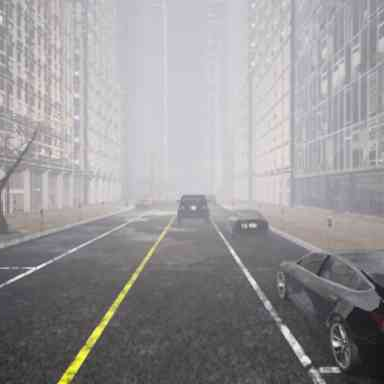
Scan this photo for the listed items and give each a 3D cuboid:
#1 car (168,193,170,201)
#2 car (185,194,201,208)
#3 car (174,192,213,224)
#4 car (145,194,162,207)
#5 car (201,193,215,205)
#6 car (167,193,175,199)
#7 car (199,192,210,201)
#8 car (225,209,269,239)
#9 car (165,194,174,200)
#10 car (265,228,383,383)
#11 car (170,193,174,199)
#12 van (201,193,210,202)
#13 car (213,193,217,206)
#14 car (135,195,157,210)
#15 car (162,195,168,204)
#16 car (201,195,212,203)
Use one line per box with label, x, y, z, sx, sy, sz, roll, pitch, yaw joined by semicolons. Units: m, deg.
car;-5.708;1.197;62.342;1.967;1.590;4.097;0;0;0
car;0.089;1.187;45.619;2.097;1.767;4.553;0;0;0
car;0.093;1.139;23.980;2.150;2.045;5.566;0;0;0
car;-5.705;1.149;45.247;2.192;1.841;5.009;0;0;0
car;2.673;1.100;56.642;2.192;1.841;5.009;0;0;0
car;-5.714;1.052;90.835;1.967;1.590;4.097;0;0;0
car;2.670;1.018;73.737;2.192;1.841;5.009;0;0;0
car;2.683;1.510;16.755;1.947;1.339;4.313;0;0;0
car;-5.713;1.169;84.965;1.752;1.417;4.829;0;0;0
car;2.685;1.549;5.359;1.947;1.339;4.313;0;0;0
car;-5.710;1.253;73.740;2.008;1.369;4.403;0;0;0
van;2.671;1.072;68.039;1.690;1.788;3.998;0;0;0
car;2.675;1.126;50.944;2.192;1.841;5.009;0;0;0
car;-5.703;1.403;39.549;1.887;1.381;4.507;0;0;0
car;-5.707;1.224;56.643;1.967;1.590;4.097;0;0;0
car;2.673;1.283;62.512;1.752;1.417;4.829;0;0;0
